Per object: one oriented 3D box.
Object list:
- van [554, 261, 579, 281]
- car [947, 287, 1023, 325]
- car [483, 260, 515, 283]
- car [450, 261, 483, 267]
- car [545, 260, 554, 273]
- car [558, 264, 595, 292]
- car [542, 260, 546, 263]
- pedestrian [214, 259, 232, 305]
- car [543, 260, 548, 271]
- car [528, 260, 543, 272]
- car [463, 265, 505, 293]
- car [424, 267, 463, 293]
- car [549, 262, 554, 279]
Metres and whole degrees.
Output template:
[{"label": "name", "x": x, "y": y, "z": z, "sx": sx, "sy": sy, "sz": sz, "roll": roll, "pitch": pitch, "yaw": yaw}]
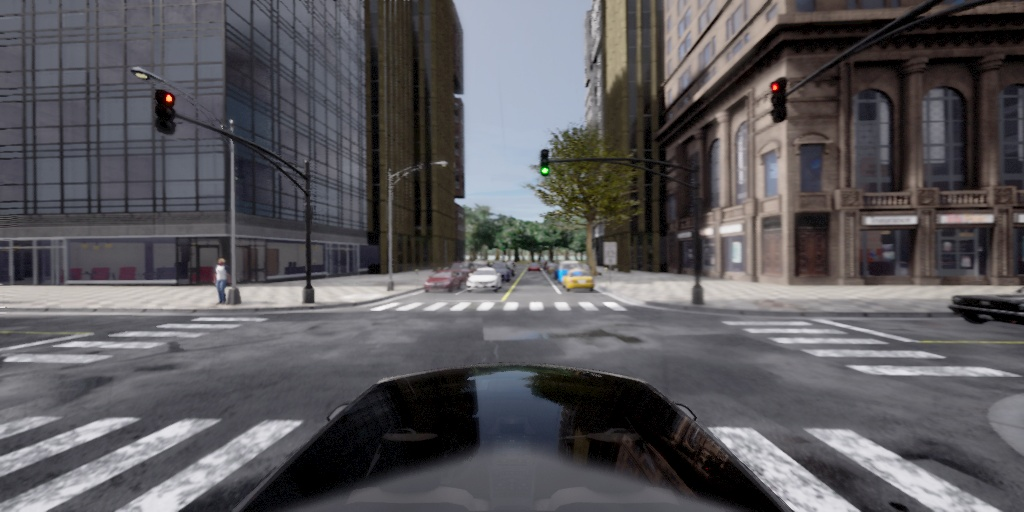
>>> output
[{"label": "van", "x": 4.486, "y": 1.304, "z": 28.350, "sx": 1.690, "sy": 1.789, "sz": 3.998, "roll": 0, "pitch": 0, "yaw": 3}, {"label": "car", "x": 15.343, "y": 1.375, "z": 9.841, "sx": 4.718, "sy": 1.301, "sz": 1.895, "roll": 0, "pitch": 0, "yaw": 3}, {"label": "car", "x": -1.168, "y": 1.408, "z": 32.136, "sx": 2.097, "sy": 1.767, "sz": 4.553, "roll": -1, "pitch": -1, "yaw": 3}, {"label": "car", "x": -4.024, "y": 1.371, "z": 28.849, "sx": 2.192, "sy": 1.841, "sz": 5.009, "roll": 0, "pitch": 0, "yaw": 3}, {"label": "car", "x": 5.512, "y": 1.625, "z": 45.527, "sx": 1.751, "sy": 1.417, "sz": 4.829, "roll": 0, "pitch": 0, "yaw": 3}, {"label": "car", "x": 4.158, "y": 1.440, "z": 22.850, "sx": 1.751, "sy": 1.417, "sz": 4.829, "roll": 0, "pitch": 0, "yaw": 3}, {"label": "car", "x": 6.178, "y": 1.735, "z": 56.696, "sx": 2.007, "sy": 1.370, "sz": 4.403, "roll": 0, "pitch": 0, "yaw": 3}, {"label": "pedestrian", "x": -11.669, "y": 1.000, "z": 14.439, "sx": 0.375, "sy": 1.860, "sz": 0.375, "roll": -1, "pitch": 0, "yaw": 3}, {"label": "car", "x": 5.840, "y": 1.688, "z": 51.027, "sx": 1.888, "sy": 1.381, "sz": 4.507, "roll": 0, "pitch": 0, "yaw": 3}, {"label": "car", "x": 3.492, "y": 1.775, "z": 56.478, "sx": 1.994, "sy": 1.385, "sz": 4.181, "roll": -1, "pitch": 0, "yaw": 4}, {"label": "car", "x": -1.694, "y": 1.506, "z": 23.270, "sx": 1.812, "sy": 1.442, "sz": 4.674, "roll": -1, "pitch": -1, "yaw": 3}, {"label": "car", "x": -4.362, "y": 1.589, "z": 23.179, "sx": 1.802, "sy": 1.307, "sz": 4.207, "roll": 0, "pitch": 0, "yaw": 3}, {"label": "car", "x": 4.825, "y": 1.577, "z": 34.019, "sx": 1.948, "sy": 1.339, "sz": 4.313, "roll": 0, "pitch": 0, "yaw": 3}]
